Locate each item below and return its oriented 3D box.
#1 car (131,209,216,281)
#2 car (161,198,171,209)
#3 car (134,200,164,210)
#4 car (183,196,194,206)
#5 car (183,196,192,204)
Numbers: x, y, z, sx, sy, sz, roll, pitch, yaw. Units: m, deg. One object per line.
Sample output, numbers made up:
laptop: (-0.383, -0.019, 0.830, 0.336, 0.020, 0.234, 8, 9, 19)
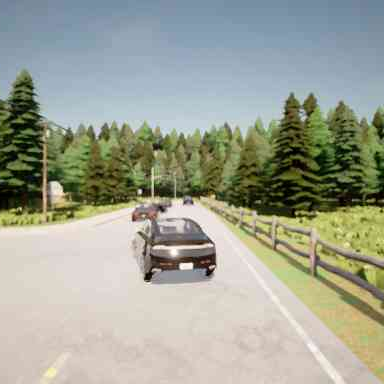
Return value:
car: (-0.714, 1.505, 10.050, 2.128, 1.511, 4.902, 0, 0, -14)
car: (-3.672, 1.635, 36.728, 1.895, 1.301, 4.718, 0, 0, -1)
car: (-3.613, 1.589, 26.736, 1.994, 1.385, 4.181, 0, 0, 0)
car: (-0.642, 1.587, 58.076, 1.812, 1.442, 4.674, 0, 0, -2)
car: (-0.926, 1.560, 68.374, 1.837, 1.490, 4.892, 0, 0, -2)
